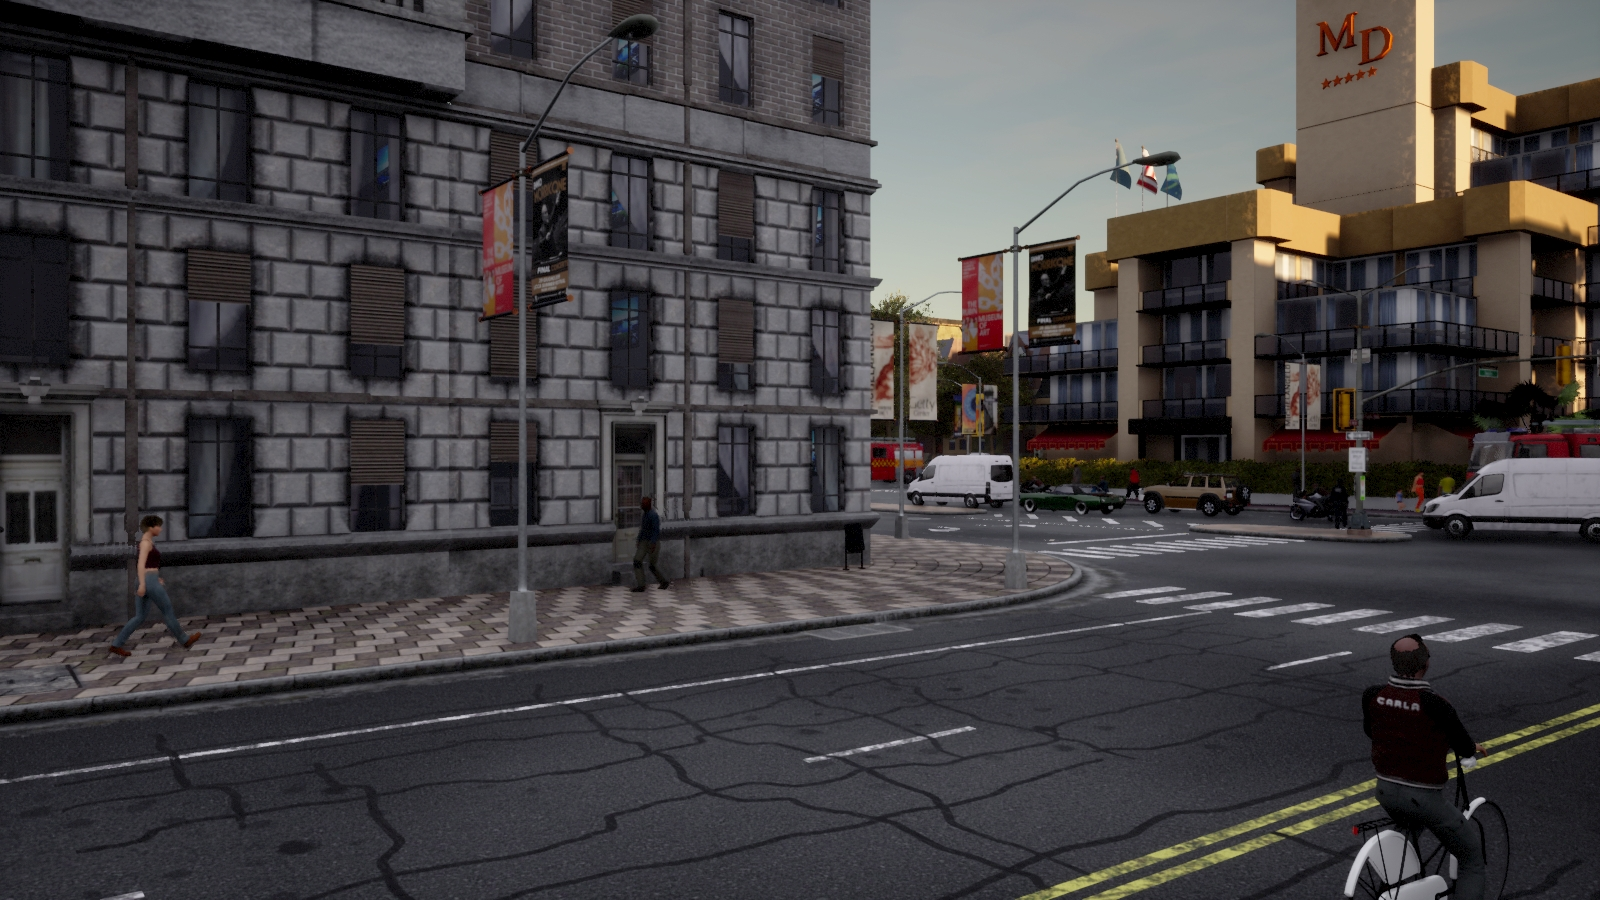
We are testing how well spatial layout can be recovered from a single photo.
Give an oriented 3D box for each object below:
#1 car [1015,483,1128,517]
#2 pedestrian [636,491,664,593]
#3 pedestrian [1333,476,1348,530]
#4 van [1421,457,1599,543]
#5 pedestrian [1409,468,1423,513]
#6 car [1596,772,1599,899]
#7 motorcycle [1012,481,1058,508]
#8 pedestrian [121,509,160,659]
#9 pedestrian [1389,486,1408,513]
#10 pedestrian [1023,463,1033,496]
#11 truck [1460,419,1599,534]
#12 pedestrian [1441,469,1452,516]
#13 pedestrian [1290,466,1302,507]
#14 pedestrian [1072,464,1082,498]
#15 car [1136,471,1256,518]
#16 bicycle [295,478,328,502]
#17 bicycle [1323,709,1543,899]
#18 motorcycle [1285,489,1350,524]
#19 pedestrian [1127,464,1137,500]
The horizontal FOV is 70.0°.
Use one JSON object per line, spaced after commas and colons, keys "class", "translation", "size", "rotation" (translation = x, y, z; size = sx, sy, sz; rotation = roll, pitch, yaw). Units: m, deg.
{"class": "car", "translation": [11.885, 2.155, 50.351], "size": [1.895, 1.301, 4.718], "rotation": [0, 0, -37]}
{"class": "pedestrian", "translation": [-2.785, 1.696, 21.266], "size": [0.375, 1.860, 0.375], "rotation": [0, 0, -38]}
{"class": "pedestrian", "translation": [18.856, 1.848, 39.848], "size": [0.375, 1.860, 0.375], "rotation": [0, 0, 43]}
{"class": "van", "translation": [23.178, 1.534, 36.384], "size": [5.915, 2.561, 1.988], "rotation": [0, 0, 30]}
{"class": "pedestrian", "translation": [25.787, 1.696, 47.835], "size": [0.375, 1.860, 0.375], "rotation": [0, 0, -34]}
{"class": "car", "translation": [4.999, 1.754, 3.274], "size": [6.274, 2.098, 2.390], "rotation": [0, 0, -34]}
{"class": "motorcycle", "translation": [11.640, 2.205, 56.539], "size": [0.867, 1.251, 2.209], "rotation": [0, 0, -37]}
{"class": "pedestrian", "translation": [-8.432, 1.696, 14.609], "size": [0.375, 1.860, 0.375], "rotation": [0, 0, -38]}
{"class": "pedestrian", "translation": [25.043, 2.077, 47.771], "size": [0.500, 1.100, 0.500], "rotation": [0, 0, -23]}
{"class": "pedestrian", "translation": [13.202, 1.696, 66.151], "size": [0.375, 1.860, 0.375], "rotation": [0, 0, -37]}
{"class": "truck", "translation": [27.934, 0.891, 39.443], "size": [8.468, 3.827, 2.891], "rotation": [0, 0, 5]}
{"class": "pedestrian", "translation": [25.878, 1.696, 45.727], "size": [0.375, 1.860, 0.375], "rotation": [0, 0, 27]}
{"class": "pedestrian", "translation": [23.142, 1.698, 53.320], "size": [0.375, 1.860, 0.375], "rotation": [0, 0, -40]}
{"class": "pedestrian", "translation": [15.364, 1.696, 63.287], "size": [0.375, 1.860, 0.375], "rotation": [0, 0, -39]}
{"class": "car", "translation": [17.034, 1.864, 49.374], "size": [1.932, 1.855, 4.605], "rotation": [0, 0, -37]}
{"class": "bicycle", "translation": [-27.408, 2.268, 64.082], "size": [1.835, 1.171, 0.329], "rotation": [5, -5, 20]}
{"class": "bicycle", "translation": [3.626, 2.210, 6.476], "size": [1.835, 1.171, 0.329], "rotation": [0, 0, -35]}
{"class": "motorcycle", "translation": [20.381, 2.205, 45.032], "size": [0.867, 1.251, 2.209], "rotation": [0, 0, -40]}
{"class": "pedestrian", "translation": [17.612, 1.696, 60.556], "size": [0.375, 1.860, 0.375], "rotation": [0, 0, -40]}
